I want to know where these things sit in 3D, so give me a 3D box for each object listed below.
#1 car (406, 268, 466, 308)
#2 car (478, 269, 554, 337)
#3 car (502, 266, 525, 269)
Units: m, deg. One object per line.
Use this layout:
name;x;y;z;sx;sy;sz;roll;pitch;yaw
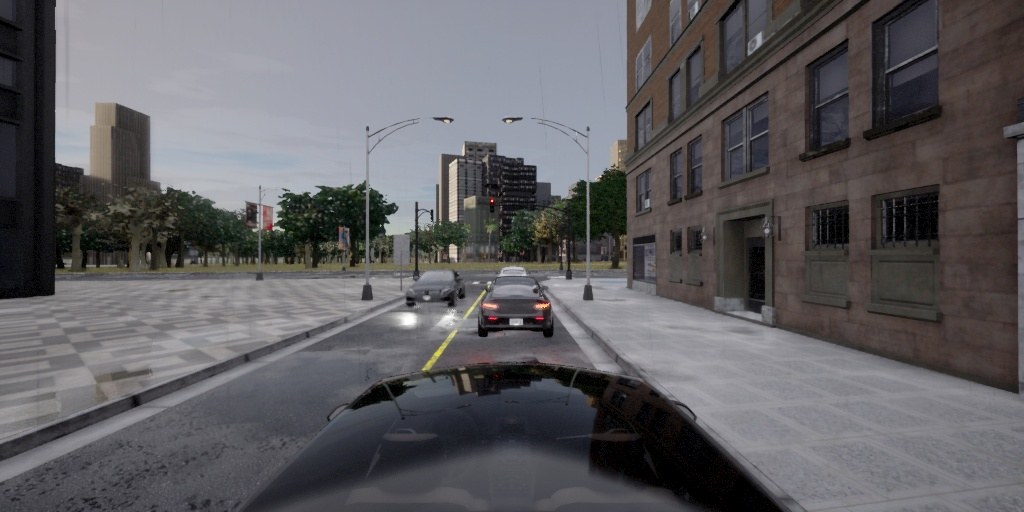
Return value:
car;-3.094;1.276;15.385;1.812;1.442;4.674;0;0;0
car;0.083;1.276;10.148;1.812;1.442;4.674;0;0;0
car;0.064;1.277;19.208;1.812;1.442;4.674;0;0;0
